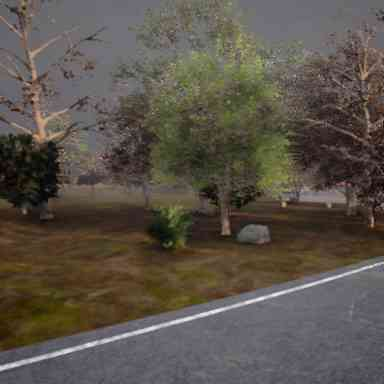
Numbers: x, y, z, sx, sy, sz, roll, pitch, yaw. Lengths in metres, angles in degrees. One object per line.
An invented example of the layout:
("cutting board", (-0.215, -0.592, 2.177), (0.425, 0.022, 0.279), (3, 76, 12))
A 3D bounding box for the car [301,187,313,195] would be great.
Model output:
("car", (21.797, -0.255, 63.203), (1.812, 1.442, 4.674), (-3, 3, 20))

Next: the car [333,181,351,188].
("car", (34.552, -1.743, 74.793), (4.553, 1.767, 2.097), (-4, 2, -15))

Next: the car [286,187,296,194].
("car", (20.294, -0.351, 67.653), (1.812, 1.442, 4.674), (-2, 3, 26))
